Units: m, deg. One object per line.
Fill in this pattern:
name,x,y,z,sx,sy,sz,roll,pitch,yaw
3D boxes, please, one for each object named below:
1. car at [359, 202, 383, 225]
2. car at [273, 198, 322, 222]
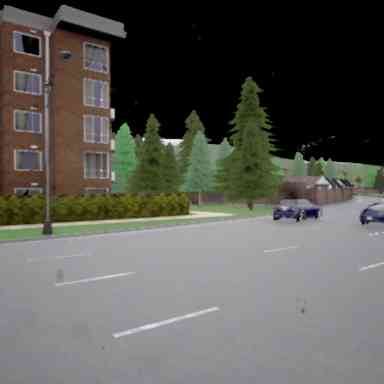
car,12.523,1.394,21.280,4.674,1.442,1.812,0,0,-36
car,8.009,1.229,25.075,2.097,1.767,4.553,0,0,43
